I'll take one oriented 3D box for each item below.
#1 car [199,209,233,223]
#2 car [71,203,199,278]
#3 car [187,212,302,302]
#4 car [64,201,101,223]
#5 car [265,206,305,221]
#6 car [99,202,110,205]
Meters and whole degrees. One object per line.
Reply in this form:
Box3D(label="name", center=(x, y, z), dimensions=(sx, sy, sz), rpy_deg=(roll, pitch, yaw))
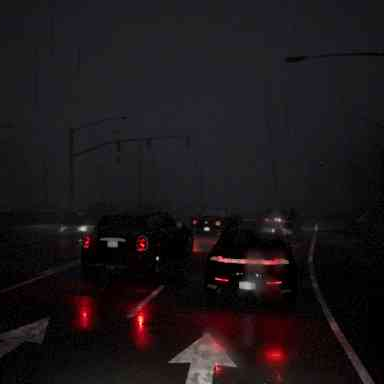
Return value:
Box3D(label="car", center=(1.553, 1.590, 18.957), dimensions=(1.895, 1.301, 4.718), rpy_deg=(0, 0, 21))
Box3D(label="car", center=(-1.441, 1.346, 10.475), dimensions=(2.097, 1.767, 4.553), rpy_deg=(0, 0, 16))
Box3D(label="car", center=(1.564, 1.487, 8.392), dimensions=(2.128, 1.511, 4.902), rpy_deg=(0, 0, 13))
Box3D(label="car", center=(-7.429, 1.466, 25.167), dimensions=(1.882, 1.535, 5.008), rpy_deg=(0, 0, 22))
Box3D(label="car", center=(4.647, 1.495, 17.268), dimensions=(1.837, 1.490, 4.892), rpy_deg=(0, 0, 21))
Box3D(label="car", center=(-4.061, 1.534, 24.156), dimensions=(2.033, 1.411, 5.357), rpy_deg=(0, 0, 22))
